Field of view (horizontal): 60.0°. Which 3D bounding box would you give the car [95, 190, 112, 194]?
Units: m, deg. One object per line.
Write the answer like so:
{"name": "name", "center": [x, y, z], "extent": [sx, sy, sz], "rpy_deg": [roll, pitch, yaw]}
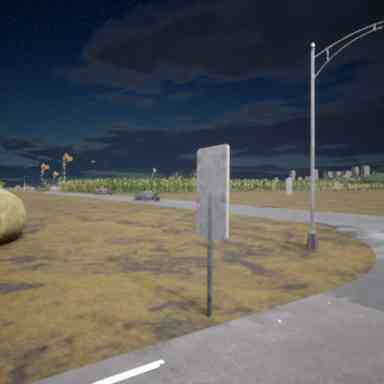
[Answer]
{"name": "car", "center": [-14.980, -0.131, 56.080], "extent": [1.994, 1.385, 4.181], "rpy_deg": [1, 1, -35]}

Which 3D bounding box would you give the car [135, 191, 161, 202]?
{"name": "car", "center": [-5.704, 0.508, 42.565], "extent": [1.994, 1.385, 4.181], "rpy_deg": [1, 1, -35]}
